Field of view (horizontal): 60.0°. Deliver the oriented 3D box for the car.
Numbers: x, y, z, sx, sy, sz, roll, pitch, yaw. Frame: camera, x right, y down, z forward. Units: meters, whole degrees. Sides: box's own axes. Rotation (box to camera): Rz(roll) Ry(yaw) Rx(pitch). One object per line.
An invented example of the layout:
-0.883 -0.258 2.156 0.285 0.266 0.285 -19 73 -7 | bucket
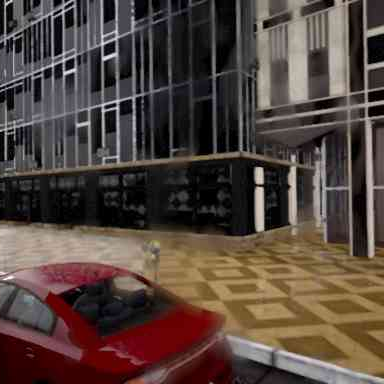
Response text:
-1.701 1.555 4.094 4.507 1.381 1.887 0 -1 35 | car
